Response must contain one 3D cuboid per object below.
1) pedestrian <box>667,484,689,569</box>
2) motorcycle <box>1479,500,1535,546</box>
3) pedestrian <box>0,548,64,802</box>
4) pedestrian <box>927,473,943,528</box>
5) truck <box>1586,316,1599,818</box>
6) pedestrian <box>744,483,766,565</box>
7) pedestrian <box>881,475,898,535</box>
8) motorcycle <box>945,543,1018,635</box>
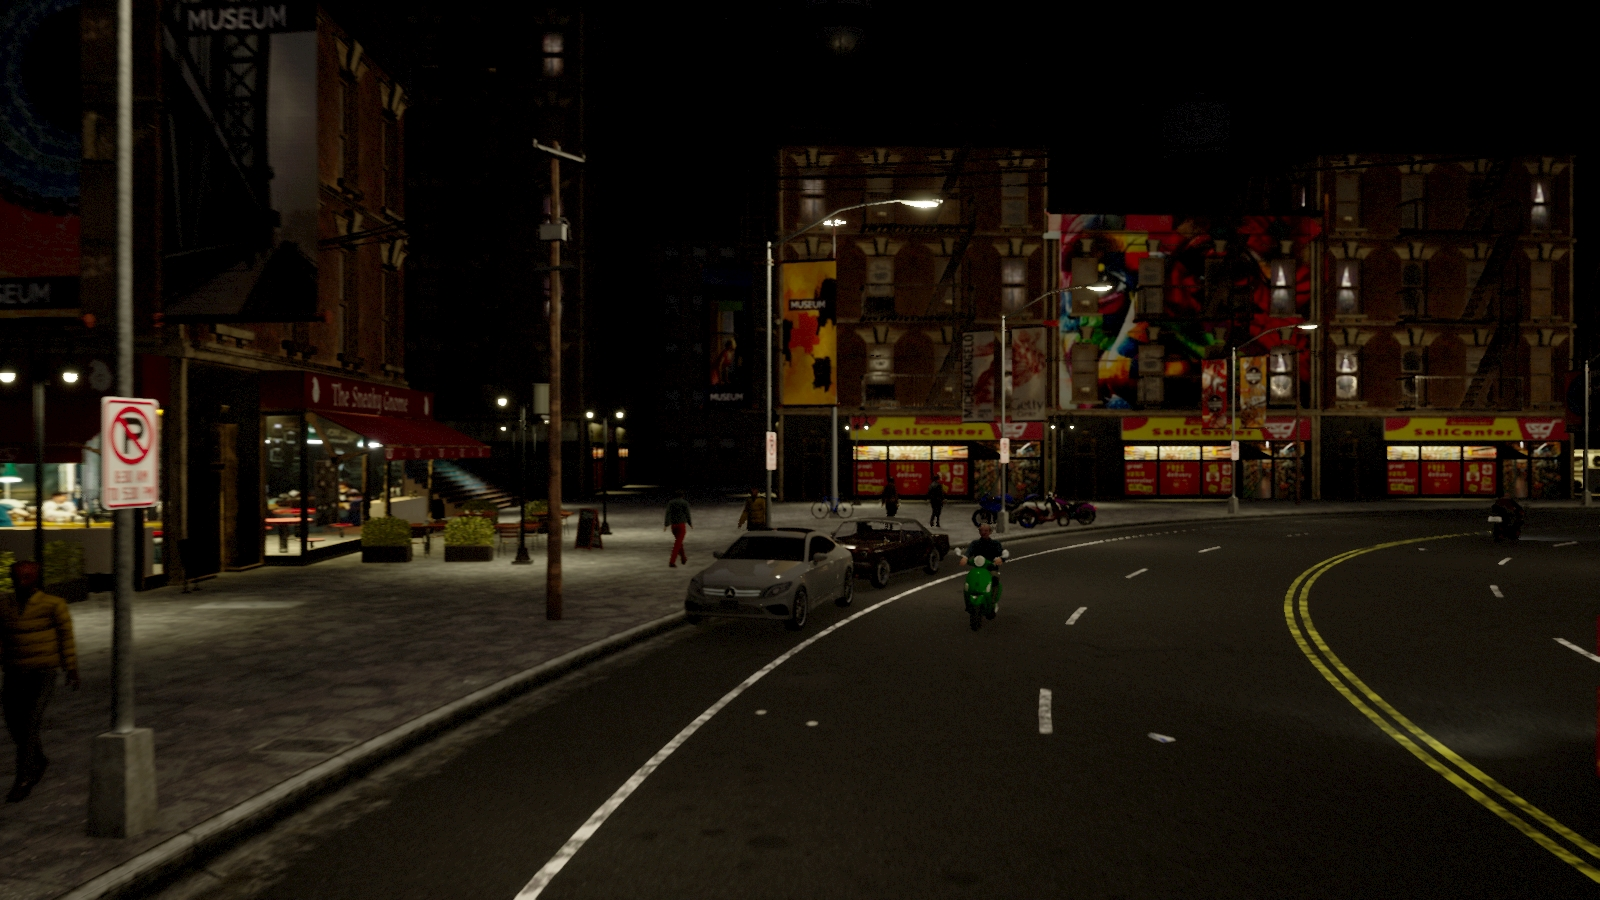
[{"bbox_3d":[-2.726,1.694,25.521,0.375,1.860,0.375,0,0,15],"label":"pedestrian"},{"bbox_3d":[21.631,2.209,34.956,2.209,1.251,0.867,0,0,-42],"label":"motorcycle"},{"bbox_3d":[-5.910,1.695,8.733,0.375,1.860,0.375,0,0,-12],"label":"pedestrian"},{"bbox_3d":[4.560,1.698,38.569,0.375,1.860,0.375,0,0,36],"label":"pedestrian"},{"bbox_3d":[7.341,0.892,4.563,2.891,3.827,8.468,0,0,3],"label":"truck"},{"bbox_3d":[-1.027,1.696,26.354,0.375,1.860,0.375,0,0,26],"label":"pedestrian"},{"bbox_3d":[2.778,1.698,35.514,0.375,1.860,0.375,0,0,32],"label":"pedestrian"},{"bbox_3d":[2.921,2.182,18.266,0.856,1.236,1.805,0,0,19],"label":"motorcycle"}]
